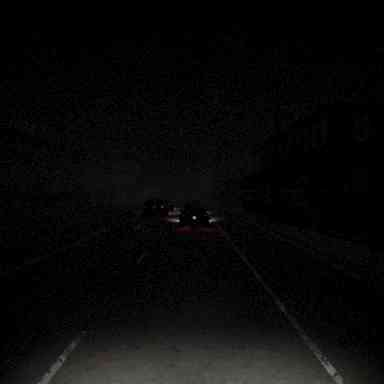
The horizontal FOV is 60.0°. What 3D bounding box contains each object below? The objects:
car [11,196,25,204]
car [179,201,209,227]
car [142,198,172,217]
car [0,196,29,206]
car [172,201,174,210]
[{"bbox_3d":[-30.703,1.359,56.771,1.853,1.218,4.536,0,0,29],"label":"car"},{"bbox_3d":[0.130,1.589,22.963,1.994,1.385,4.181,0,0,-1],"label":"car"},{"bbox_3d":[-3.385,1.389,31.499,2.097,1.767,4.553,0,0,0],"label":"car"},{"bbox_3d":[-30.679,1.516,56.816,2.038,1.542,4.974,0,0,29],"label":"car"},{"bbox_3d":[-3.392,1.614,41.730,1.994,1.385,4.181,0,0,0],"label":"car"}]
